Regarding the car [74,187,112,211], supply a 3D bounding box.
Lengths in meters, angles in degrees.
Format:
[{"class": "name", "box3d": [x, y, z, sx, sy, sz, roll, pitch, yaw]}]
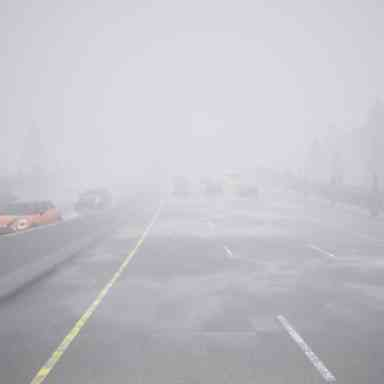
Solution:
[{"class": "car", "box3d": [-7.988, 0.473, 27.106, 2.097, 1.767, 4.553, 0, 5, -2]}]

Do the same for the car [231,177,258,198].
[{"class": "car", "box3d": [5.899, -0.336, 36.468, 1.882, 1.535, 5.008, 0, 7, -2]}]

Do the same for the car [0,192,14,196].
[{"class": "car", "box3d": [-14.857, 0.779, 25.372, 1.812, 1.442, 4.674, 0, 5, -2]}]

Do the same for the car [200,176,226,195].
[{"class": "car", "box3d": [2.344, -0.570, 38.255, 1.882, 1.535, 5.008, 0, 7, -2]}]

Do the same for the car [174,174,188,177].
[{"class": "car", "box3d": [-1.532, -1.822, 48.102, 1.882, 1.535, 5.008, 0, 7, -1]}]

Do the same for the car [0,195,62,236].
[{"class": "car", "box3d": [-7.594, 1.207, 15.064, 2.097, 1.767, 4.553, 0, 2, -2]}]

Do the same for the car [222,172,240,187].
[{"class": "car", "box3d": [5.492, -1.845, 46.457, 2.150, 2.045, 5.566, 0, 7, -2]}]

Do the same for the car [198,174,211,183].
[{"class": "car", "box3d": [2.012, -1.861, 48.529, 1.882, 1.535, 5.008, 0, 7, -2]}]

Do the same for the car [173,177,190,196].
[{"class": "car", "box3d": [-1.199, -0.453, 37.756, 2.033, 1.411, 5.357, 0, 7, -1]}]
